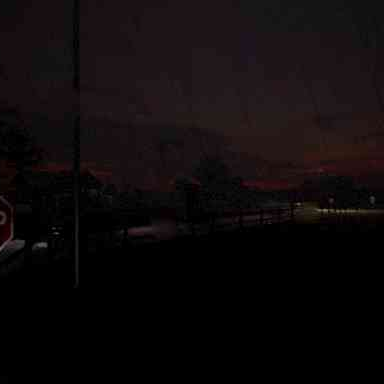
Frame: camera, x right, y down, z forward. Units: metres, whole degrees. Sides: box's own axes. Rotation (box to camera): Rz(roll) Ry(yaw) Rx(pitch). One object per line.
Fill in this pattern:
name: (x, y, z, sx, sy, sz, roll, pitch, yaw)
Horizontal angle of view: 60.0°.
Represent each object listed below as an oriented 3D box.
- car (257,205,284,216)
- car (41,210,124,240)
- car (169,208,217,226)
car: (9.937, 2.321, 41.851, 1.895, 1.301, 4.718, 0, -1, 35)
car: (-6.128, 1.823, 19.182, 1.837, 1.490, 4.892, 0, -1, 36)
car: (0.148, 2.058, 28.010, 1.895, 1.301, 4.718, 0, -1, 35)
